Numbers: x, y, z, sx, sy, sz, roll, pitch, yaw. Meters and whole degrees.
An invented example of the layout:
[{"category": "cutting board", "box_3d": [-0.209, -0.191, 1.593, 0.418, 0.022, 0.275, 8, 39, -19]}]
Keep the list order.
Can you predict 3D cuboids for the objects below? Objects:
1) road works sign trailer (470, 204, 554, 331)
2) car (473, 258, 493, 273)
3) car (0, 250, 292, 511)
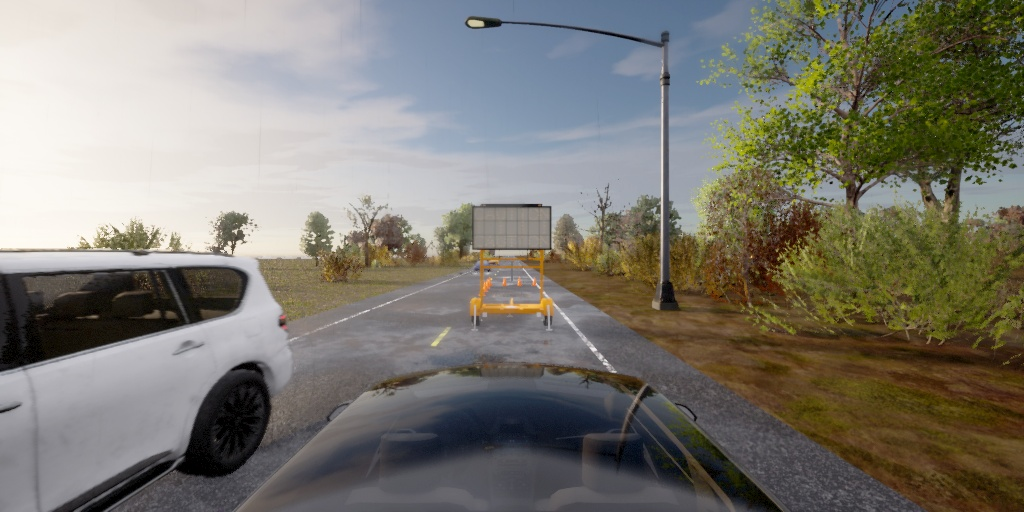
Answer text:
[{"category": "road works sign trailer", "box_3d": [-0.003, 0.214, 11.009, 2.380, 3.560, 2.880, 0, 0, 0]}, {"category": "car", "box_3d": [-3.614, 1.249, 43.577, 1.812, 1.442, 4.674, 0, 0, 0]}, {"category": "car", "box_3d": [-3.599, 0.971, 1.832, 2.150, 2.045, 5.566, 0, 0, 0]}]
